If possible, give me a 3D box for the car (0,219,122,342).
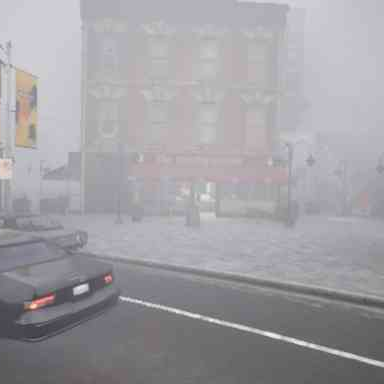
[{"bbox_3d":[-3.824,1.382,5.909,5.357,1.411,2.033,2,1,27],"label":"car"}]
